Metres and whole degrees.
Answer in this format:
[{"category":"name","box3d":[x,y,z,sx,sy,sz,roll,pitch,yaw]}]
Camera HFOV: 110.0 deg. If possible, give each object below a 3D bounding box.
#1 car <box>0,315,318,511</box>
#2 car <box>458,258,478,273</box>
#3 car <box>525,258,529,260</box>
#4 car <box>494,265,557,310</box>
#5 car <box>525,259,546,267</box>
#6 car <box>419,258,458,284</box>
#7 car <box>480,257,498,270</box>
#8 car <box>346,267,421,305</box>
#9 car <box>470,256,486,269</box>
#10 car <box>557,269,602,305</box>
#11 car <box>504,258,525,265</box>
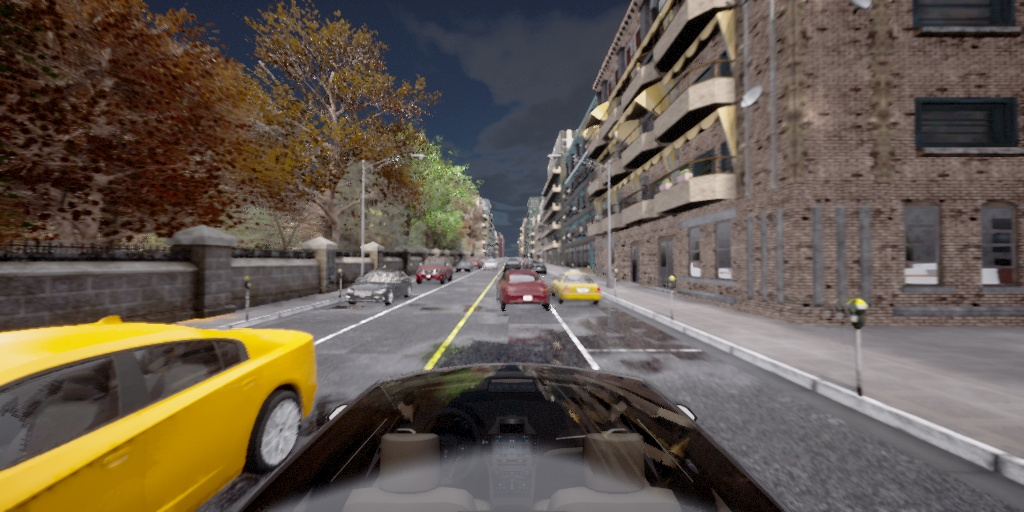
[{"category":"car","box3d":[-3.101,1.227,1.944,1.882,1.535,5.008,0,0,0]},{"category":"car","box3d":[-5.678,1.293,43.411,1.948,1.339,4.313,0,0,0]},{"category":"car","box3d":[2.705,1.291,48.932,1.948,1.339,4.313,0,0,0]},{"category":"car","box3d":[0.357,1.269,14.512,1.812,1.442,4.674,0,0,-5]},{"category":"car","box3d":[2.701,1.297,37.884,1.948,1.339,4.313,0,0,0]},{"category":"car","box3d":[-5.682,1.051,26.841,2.192,1.841,5.009,0,0,0]},{"category":"car","box3d":[-2.994,1.250,50.604,1.812,1.442,4.674,0,0,0]},{"category":"car","box3d":[-5.686,1.293,15.793,2.007,1.370,4.403,0,0,0]},{"category":"car","box3d":[-5.674,1.036,54.458,2.192,1.841,5.009,0,0,0]},{"category":"car","box3d":[2.695,1.268,15.961,1.751,1.417,4.829,0,0,0]},{"category":"car","box3d":[0.110,1.208,39.262,1.882,1.535,5.008,0,0,0]}]
